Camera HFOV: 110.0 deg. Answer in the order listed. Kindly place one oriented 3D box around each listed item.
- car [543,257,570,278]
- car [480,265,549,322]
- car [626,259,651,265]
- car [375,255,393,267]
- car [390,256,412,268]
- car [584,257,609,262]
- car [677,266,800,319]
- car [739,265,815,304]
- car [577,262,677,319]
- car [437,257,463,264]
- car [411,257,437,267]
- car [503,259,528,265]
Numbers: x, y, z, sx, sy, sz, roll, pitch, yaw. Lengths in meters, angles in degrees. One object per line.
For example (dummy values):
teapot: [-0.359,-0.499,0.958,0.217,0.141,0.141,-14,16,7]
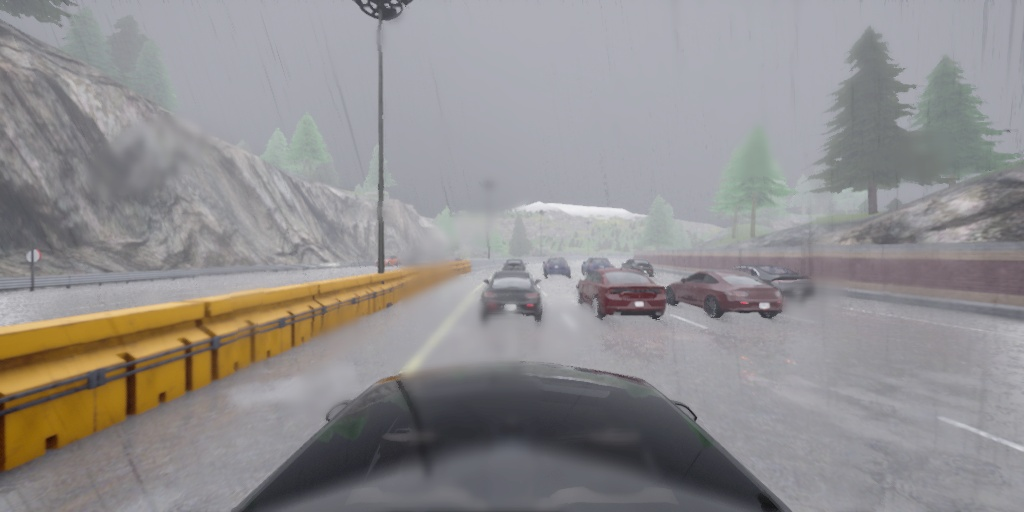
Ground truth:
car: [3.759,0.873,30.840,2.097,1.767,4.553,0,0,3]
car: [0.011,1.196,11.835,1.812,1.442,4.674,0,1,0]
car: [10.784,1.022,31.215,1.837,1.490,4.892,0,0,3]
car: [-18.349,0.701,53.088,2.097,1.767,4.553,0,0,11]
car: [-15.020,0.905,52.013,2.033,1.411,5.357,0,0,11]
car: [7.266,0.872,30.860,2.097,1.767,4.553,0,0,3]
car: [7.010,1.192,12.278,1.812,1.442,4.674,0,1,0]
car: [10.505,1.131,15.598,2.128,1.511,4.902,0,0,0]
car: [3.509,1.143,12.359,1.882,1.535,5.008,0,1,0]
car: [-8.267,0.850,49.910,1.882,1.535,5.008,0,0,11]
car: [-11.794,0.972,50.134,1.895,1.301,4.718,0,0,10]
car: [0.282,1.022,31.360,1.837,1.490,4.892,0,0,3]
